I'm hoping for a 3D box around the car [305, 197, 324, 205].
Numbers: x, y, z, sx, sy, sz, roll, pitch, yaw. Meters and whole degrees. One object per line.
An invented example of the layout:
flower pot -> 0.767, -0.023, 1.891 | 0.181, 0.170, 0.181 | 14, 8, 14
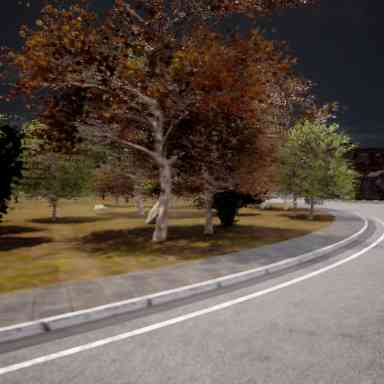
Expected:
car -> 20.648, 1.448, 56.240 | 1.812, 1.442, 4.674 | -2, 0, -2
